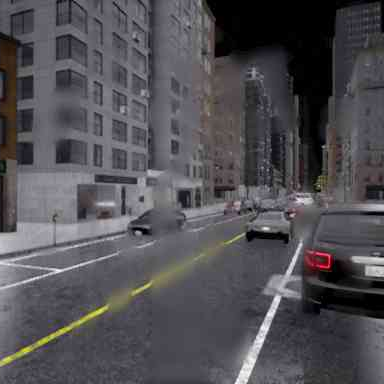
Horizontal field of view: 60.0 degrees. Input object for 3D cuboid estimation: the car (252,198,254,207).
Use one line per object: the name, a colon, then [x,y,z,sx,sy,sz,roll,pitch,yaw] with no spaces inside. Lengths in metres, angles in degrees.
car: [6.426,1.545,38.162,1.947,1.339,4.313,0,0,22]

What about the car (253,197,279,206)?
car: [8.208,1.489,35.638,1.837,1.490,4.892,0,0,22]

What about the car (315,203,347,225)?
car: [10.290,1.547,24.758,2.008,1.369,4.403,0,0,22]

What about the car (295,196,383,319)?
car: [3.627,1.228,7.250,2.150,2.045,5.566,0,0,22]

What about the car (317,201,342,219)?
car: [12.323,1.561,29.894,1.947,1.339,4.313,0,0,22]

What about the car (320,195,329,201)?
car: [32.276,1.452,81.080,1.967,1.590,4.097,0,0,20]

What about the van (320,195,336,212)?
van: [16.389,1.334,40.166,1.690,1.788,3.998,0,0,22]

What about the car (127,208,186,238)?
car: [-1.707,1.549,17.612,1.947,1.339,4.313,0,0,22]

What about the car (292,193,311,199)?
car: [14.817,1.208,43.951,2.150,2.045,5.566,0,0,21]

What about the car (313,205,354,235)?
car: [8.257,1.548,19.622,2.008,1.369,4.403,0,0,22]

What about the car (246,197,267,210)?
car: [8.459,1.418,43.299,1.967,1.590,4.097,0,0,22]

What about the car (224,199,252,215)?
car: [4.392,1.562,33.024,1.802,1.307,4.206,0,0,22]

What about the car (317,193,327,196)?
car: [14.357,1.309,35.030,2.192,1.841,5.009,0,0,22]

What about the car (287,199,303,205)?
car: [9.374,1.591,29.942,1.895,1.301,4.718,0,0,22]

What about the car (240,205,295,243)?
car: [3.928,1.556,16.180,1.994,1.385,4.181,0,0,22]
